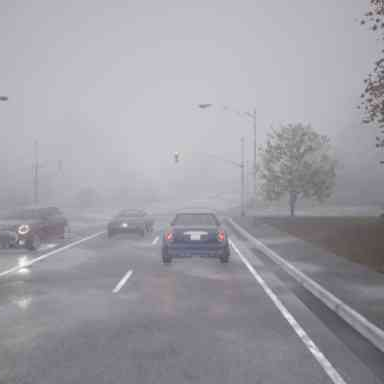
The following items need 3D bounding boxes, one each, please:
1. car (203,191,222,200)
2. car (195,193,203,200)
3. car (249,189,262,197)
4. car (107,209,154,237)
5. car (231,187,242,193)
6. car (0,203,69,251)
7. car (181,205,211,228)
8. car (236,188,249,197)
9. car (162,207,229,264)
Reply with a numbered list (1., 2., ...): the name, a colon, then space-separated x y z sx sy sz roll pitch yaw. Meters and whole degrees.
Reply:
1. car: 5.344 0.845 79.879 2.150 2.045 5.566 0 3 26
2. car: 2.369 1.107 81.770 1.837 1.490 4.892 0 3 26
3. car: 17.674 0.384 87.851 2.128 1.511 4.902 0 3 33
4. car: -3.310 1.631 18.529 1.994 1.385 4.181 0 0 1
5. car: 12.859 -0.403 93.374 2.150 2.045 5.566 0 3 33
6. car: -7.039 1.398 14.301 2.097 1.767 4.553 0 0 1
7. car: 0.328 1.697 23.813 1.895 1.301 4.718 0 0 2
8. car: 14.145 0.451 88.787 1.812 1.442 4.674 0 3 33
9. car: 0.119 1.388 12.134 2.097 1.767 4.553 0 0 0
